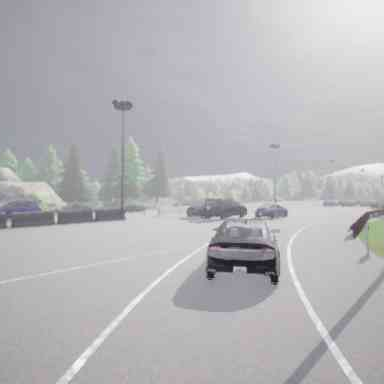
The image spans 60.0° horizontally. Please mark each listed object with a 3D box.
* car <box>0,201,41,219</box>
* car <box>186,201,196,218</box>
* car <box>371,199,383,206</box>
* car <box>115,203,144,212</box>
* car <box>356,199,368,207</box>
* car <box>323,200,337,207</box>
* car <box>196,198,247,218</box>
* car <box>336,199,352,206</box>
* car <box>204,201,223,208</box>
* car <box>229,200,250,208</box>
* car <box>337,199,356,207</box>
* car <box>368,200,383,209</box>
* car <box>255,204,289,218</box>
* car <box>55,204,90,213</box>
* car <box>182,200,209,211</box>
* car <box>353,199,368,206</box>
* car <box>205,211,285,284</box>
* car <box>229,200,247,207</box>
[{"bbox_3d":[-18.352,1.912,33.891,2.150,2.045,5.566,-2,-2,39],"label":"car"},{"bbox_3d":[1.386,1.995,35.682,1.837,1.490,4.892,-2,-1,39],"label":"car"},{"bbox_3d":[41.236,2.319,73.731,1.895,1.301,4.718,-2,-1,39],"label":"car"},{"bbox_3d":[-9.552,2.431,50.288,2.033,1.411,5.357,-2,-1,39],"label":"car"},{"bbox_3d":[34.631,2.246,65.634,2.033,1.411,5.357,-2,-1,39],"label":"car"},{"bbox_3d":[29.207,2.328,70.058,1.882,1.535,5.008,-2,-1,39],"label":"car"},{"bbox_3d":[3.180,1.628,32.349,2.150,2.045,5.566,-2,-1,39],"label":"car"},{"bbox_3d":[35.793,2.393,78.132,2.128,1.511,4.902,-2,-1,39],"label":"car"},{"bbox_3d":[4.806,2.706,73.359,1.812,1.442,4.674,-2,-1,39],"label":"car"},{"bbox_3d":[9.750,2.510,68.350,1.882,1.535,5.008,-1,-1,39],"label":"car"},{"bbox_3d":[31.919,2.303,67.845,2.128,1.511,4.902,-2,-1,39],"label":"car"},{"bbox_3d":[32.313,2.119,57.098,2.033,1.411,5.357,-2,-1,39],"label":"car"},{"bbox_3d":[7.789,1.879,32.467,1.812,1.442,4.674,-2,-1,39],"label":"car"},{"bbox_3d":[-16.812,2.415,46.889,1.837,1.490,4.892,-1,-1,39],"label":"car"},{"bbox_3d":[0.651,2.265,57.288,2.097,1.767,4.553,-2,-1,39],"label":"car"},{"bbox_3d":[38.505,2.321,75.920,2.128,1.511,4.902,-2,-1,39],"label":"car"},{"bbox_3d":[1.591,1.552,9.926,2.128,1.511,4.902,0,0,12],"label":"car"},{"bbox_3d":[10.315,2.647,74.577,1.837,1.490,4.892,-2,-1,39],"label":"car"}]
